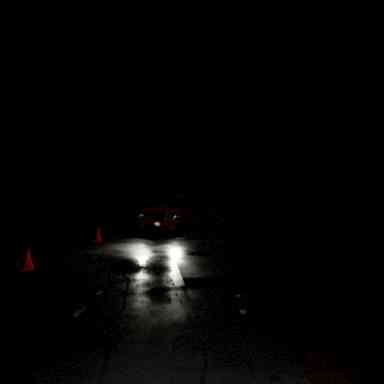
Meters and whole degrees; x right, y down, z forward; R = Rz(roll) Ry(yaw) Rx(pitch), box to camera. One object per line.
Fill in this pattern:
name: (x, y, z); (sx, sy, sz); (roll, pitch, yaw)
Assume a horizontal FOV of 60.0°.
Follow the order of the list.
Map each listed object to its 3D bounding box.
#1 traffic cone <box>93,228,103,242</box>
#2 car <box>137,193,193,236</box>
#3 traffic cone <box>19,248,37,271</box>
traffic cone: (-4.042, 1.829, 14.345); (0.340, 0.580, 0.340); (1, 0, 7)
car: (-1.253, 1.094, 18.072); (2.150, 2.045, 5.566); (1, 0, 8)
traffic cone: (-4.553, 1.866, 9.260); (0.340, 0.580, 0.340); (0, 0, 5)
